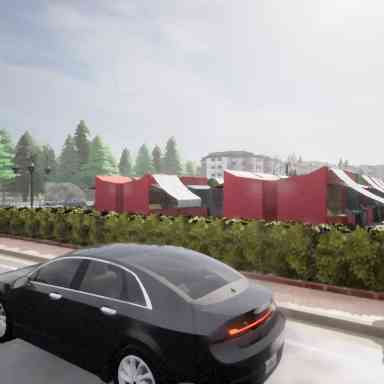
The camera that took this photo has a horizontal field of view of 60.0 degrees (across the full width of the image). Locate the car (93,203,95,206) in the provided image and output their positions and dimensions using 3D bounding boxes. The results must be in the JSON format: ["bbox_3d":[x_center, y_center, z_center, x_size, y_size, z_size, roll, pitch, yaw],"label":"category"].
[{"bbox_3d":[-10.191,1.407,41.541,2.097,1.767,4.553,0,0,36],"label":"car"}]

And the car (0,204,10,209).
[{"bbox_3d":[-20.853,1.603,32.805,2.033,1.411,5.357,0,0,39],"label":"car"}]

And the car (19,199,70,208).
[{"bbox_3d":[-15.508,1.656,34.233,1.895,1.301,4.718,0,0,36],"label":"car"}]

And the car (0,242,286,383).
[{"bbox_3d":[-1.158,1.505,4.827,4.892,1.490,1.837,0,0,36],"label":"car"}]

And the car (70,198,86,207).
[{"bbox_3d":[-15.245,1.547,40.544,2.128,1.511,4.902,0,0,36],"label":"car"}]
